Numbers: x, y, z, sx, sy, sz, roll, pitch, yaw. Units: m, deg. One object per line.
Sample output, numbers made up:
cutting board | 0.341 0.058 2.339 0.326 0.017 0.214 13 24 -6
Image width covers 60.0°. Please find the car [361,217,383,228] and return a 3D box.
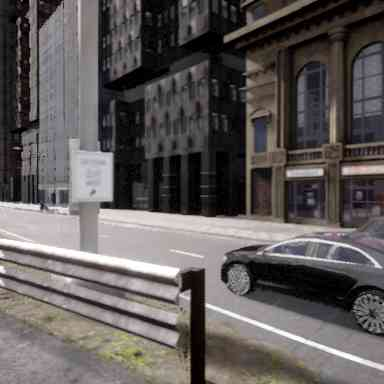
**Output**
car | 5.471 1.466 9.196 2.097 1.767 4.553 0 0 -41

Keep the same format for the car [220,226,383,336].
car | 2.705 1.604 7.062 2.128 1.511 4.902 0 -1 -41
